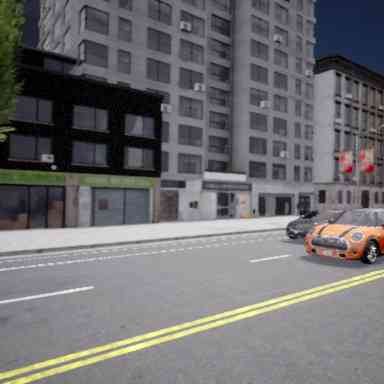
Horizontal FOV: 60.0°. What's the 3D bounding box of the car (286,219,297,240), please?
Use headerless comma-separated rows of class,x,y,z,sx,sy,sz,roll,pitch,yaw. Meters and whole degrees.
car,6.670,1.581,16.423,4.892,1.490,1.837,0,0,-35

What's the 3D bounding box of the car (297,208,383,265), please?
car,6.221,1.411,12.110,4.553,1.767,2.097,0,0,-35
